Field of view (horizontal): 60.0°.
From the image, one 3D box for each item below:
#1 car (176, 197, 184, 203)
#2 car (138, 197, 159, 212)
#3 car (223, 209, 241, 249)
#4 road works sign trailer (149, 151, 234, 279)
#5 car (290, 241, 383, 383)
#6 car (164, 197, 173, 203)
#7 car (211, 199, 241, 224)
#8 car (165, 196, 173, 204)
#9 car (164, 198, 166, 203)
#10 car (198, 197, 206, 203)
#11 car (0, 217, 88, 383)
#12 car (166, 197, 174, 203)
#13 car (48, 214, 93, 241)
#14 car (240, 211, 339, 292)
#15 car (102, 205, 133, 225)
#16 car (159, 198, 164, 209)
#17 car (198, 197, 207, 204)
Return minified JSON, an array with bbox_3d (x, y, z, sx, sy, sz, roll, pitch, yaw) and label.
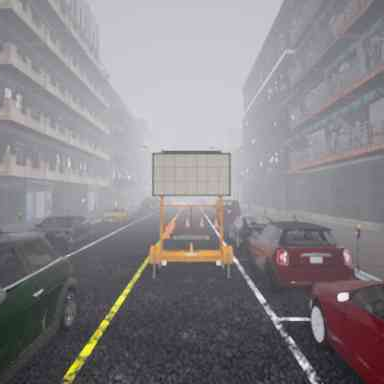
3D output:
[{"bbox_3d":[-3.158,2.063,86.815,1.837,1.490,4.892,0,-1,0],"label":"car"},{"bbox_3d":[-5.767,1.722,42.914,1.967,1.590,4.097,0,0,0],"label":"car"},{"bbox_3d":[2.665,1.650,14.742,2.008,1.369,4.403,0,0,0],"label":"car"},{"bbox_3d":[-0.018,0.534,10.242,2.380,3.560,2.880,0,0,0],"label":"road works sign trailer"},{"bbox_3d":[2.686,1.569,3.470,1.887,1.381,4.507,0,0,0],"label":"car"},{"bbox_3d":[-5.838,1.969,82.367,1.967,1.590,4.097,0,0,0],"label":"car"},{"bbox_3d":[2.646,1.488,26.017,2.192,1.841,5.009,0,0,0],"label":"car"},{"bbox_3d":[-5.827,1.809,76.732,2.192,1.841,5.009,0,0,0],"label":"car"},{"bbox_3d":[-5.788,1.935,54.186,1.802,1.307,4.206,0,0,0],"label":"car"},{"bbox_3d":[2.532,2.109,88.014,1.887,1.381,4.507,0,0,0],"label":"car"},{"bbox_3d":[-3.006,1.379,3.823,2.097,1.767,4.553,0,0,0],"label":"car"},{"bbox_3d":[-5.848,2.109,88.003,1.887,1.381,4.507,0,0,0],"label":"car"},{"bbox_3d":[-5.716,1.665,14.730,1.947,1.339,4.313,0,0,0],"label":"car"},{"bbox_3d":[2.676,1.502,9.108,1.967,1.590,4.097,0,0,0],"label":"car"},{"bbox_3d":[-5.736,1.697,25.833,1.752,1.417,4.829,0,0,0],"label":"car"},{"bbox_3d":[-5.776,1.632,48.551,2.192,1.841,5.009,0,0,0],"label":"car"},{"bbox_3d":[2.552,2.021,76.912,1.752,1.417,4.829,0,0,0],"label":"car"}]
